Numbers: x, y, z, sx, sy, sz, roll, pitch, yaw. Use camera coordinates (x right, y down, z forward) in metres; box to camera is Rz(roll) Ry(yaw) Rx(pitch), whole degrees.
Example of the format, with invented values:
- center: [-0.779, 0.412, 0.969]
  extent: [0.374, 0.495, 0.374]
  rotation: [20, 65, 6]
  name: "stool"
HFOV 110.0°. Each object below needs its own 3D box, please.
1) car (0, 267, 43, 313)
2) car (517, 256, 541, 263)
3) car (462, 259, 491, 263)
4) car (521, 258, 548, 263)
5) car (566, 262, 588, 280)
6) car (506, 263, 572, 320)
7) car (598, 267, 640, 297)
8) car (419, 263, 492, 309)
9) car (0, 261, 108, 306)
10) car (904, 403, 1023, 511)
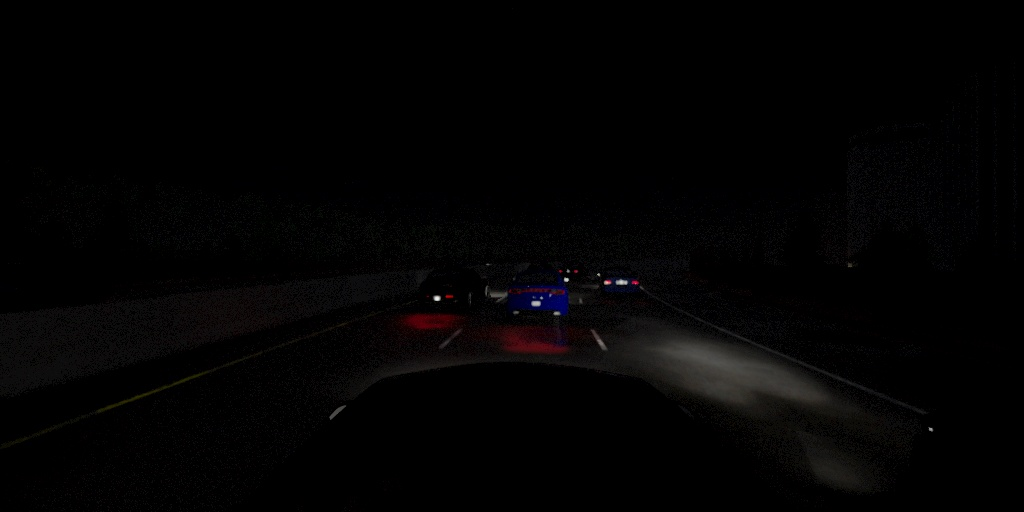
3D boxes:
- center: [-13.766, 1.147, 7.198]
  extent: [1.882, 1.535, 5.008]
  rotation: [0, 0, 4]
  name: "car"
- center: [2.866, 0.940, 57.354]
  extent: [2.150, 2.045, 5.566]
  rotation: [0, -1, 32]
  name: "car"
- center: [-4.366, 1.217, 35.075]
  extent: [2.033, 1.411, 5.357]
  rotation: [0, 0, 20]
  name: "car"
- center: [2.659, 1.217, 33.384]
  extent: [1.812, 1.442, 4.674]
  rotation: [0, 0, 20]
  name: "car"
- center: [5.247, 1.248, 30.463]
  extent: [2.033, 1.411, 5.357]
  rotation: [0, 0, 20]
  name: "car"
- center: [0.978, 1.194, 12.625]
  extent: [1.882, 1.535, 5.008]
  rotation: [0, 0, 7]
  name: "car"
- center: [5.570, 1.267, 18.921]
  extent: [2.033, 1.411, 5.357]
  rotation: [0, 0, 13]
  name: "car"
- center: [-2.231, 1.205, 14.761]
  extent: [1.837, 1.490, 4.892]
  rotation: [0, 0, 8]
  name: "car"
- center: [-16.855, 0.998, 11.891]
  extent: [2.097, 1.767, 4.553]
  rotation: [0, 0, 6]
  name: "car"
- center: [3.698, 1.266, 0.458]
  extent: [2.128, 1.511, 4.902]
  rotation: [0, 0, -1]
  name: "car"
